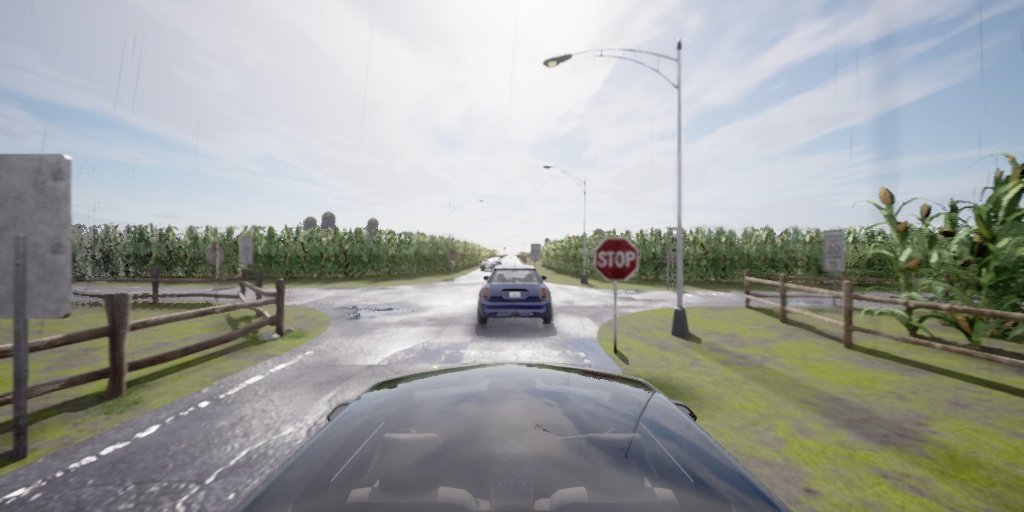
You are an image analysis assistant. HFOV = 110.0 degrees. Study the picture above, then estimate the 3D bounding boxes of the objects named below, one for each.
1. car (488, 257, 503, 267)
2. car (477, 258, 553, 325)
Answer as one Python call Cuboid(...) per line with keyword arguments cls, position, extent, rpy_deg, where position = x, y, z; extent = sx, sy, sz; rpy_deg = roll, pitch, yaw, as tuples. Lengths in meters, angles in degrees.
Cuboid(cls="car", position=(-2.640, 0.931, 58.476), extent=(2.128, 1.511, 4.902), rpy_deg=(0, 0, 1))
Cuboid(cls="car", position=(0.100, 1.050, 11.794), extent=(2.097, 1.767, 4.553), rpy_deg=(0, 0, 1))
